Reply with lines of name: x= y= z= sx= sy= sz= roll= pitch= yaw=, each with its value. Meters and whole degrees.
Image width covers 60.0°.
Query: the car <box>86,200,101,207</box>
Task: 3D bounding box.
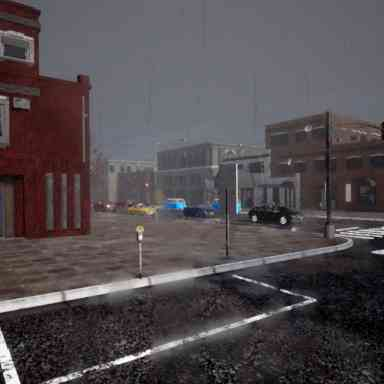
car: x=-22.640 y=2.595 z=76.246 sx=1.802 sy=1.307 sz=4.206 roll=-2 pitch=0 yaw=-36

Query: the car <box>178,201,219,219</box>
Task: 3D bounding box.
car: x=0.785 y=1.950 z=34.353 sx=1.994 sy=1.385 sz=4.181 roll=-1 pitch=0 yaw=-35

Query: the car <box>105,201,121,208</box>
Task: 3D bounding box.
car: x=-15.968 y=2.433 z=67.102 sx=1.802 sy=1.307 sz=4.206 roll=-2 pitch=0 yaw=-36

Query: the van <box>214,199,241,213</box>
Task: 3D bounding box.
van: x=4.040 y=1.708 z=39.672 sx=1.690 sy=1.788 sz=3.998 roll=-2 pitch=0 yaw=-36

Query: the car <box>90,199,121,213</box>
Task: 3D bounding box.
car: x=-12.735 y=2.001 z=48.501 sx=2.192 sy=1.841 sz=5.009 roll=-2 pitch=0 yaw=-36

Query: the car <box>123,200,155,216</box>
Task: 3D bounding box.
car: x=-5.958 y=2.048 z=39.221 sx=1.752 sy=1.417 sz=4.829 roll=-2 pitch=0 yaw=-36

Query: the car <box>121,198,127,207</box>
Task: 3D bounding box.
car: x=-12.640 y=2.085 z=62.530 sx=2.192 sy=1.841 sz=5.009 roll=-2 pitch=0 yaw=-36

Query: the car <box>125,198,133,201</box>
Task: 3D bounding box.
car: x=-6.854 y=2.069 z=44.830 sx=1.837 sy=1.490 sz=4.892 roll=-1 pitch=1 yaw=-36

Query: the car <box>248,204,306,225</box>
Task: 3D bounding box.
car: x=6.608 y=1.750 z=26.353 sx=1.837 sy=1.490 sz=4.892 roll=-1 pitch=0 yaw=-36

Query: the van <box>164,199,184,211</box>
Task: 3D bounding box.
van: x=-2.631 y=1.869 z=48.814 sx=1.690 sy=1.788 sz=3.998 roll=-2 pitch=0 yaw=-36
